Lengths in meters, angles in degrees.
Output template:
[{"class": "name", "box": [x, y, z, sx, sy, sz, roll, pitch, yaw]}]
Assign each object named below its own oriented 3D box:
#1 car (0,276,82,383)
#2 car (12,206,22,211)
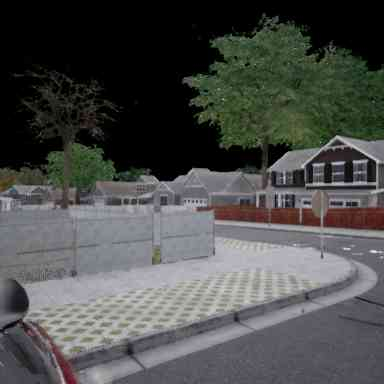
[{"class": "car", "box": [-2.589, 1.351, 1.102, 4.553, 1.767, 2.097, 0, 0, -35]}, {"class": "car", "box": [-40.079, 3.928, 74.866, 5.357, 1.411, 2.033, -2, -2, 40]}]
